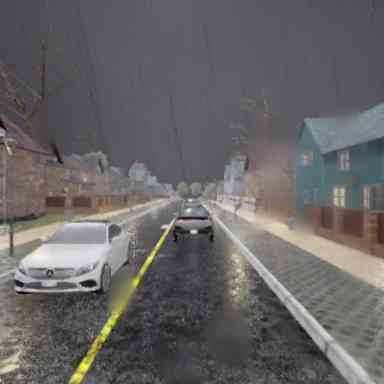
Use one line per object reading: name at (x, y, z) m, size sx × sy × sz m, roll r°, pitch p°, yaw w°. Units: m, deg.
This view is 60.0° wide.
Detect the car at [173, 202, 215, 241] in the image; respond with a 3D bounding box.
car at (0.075, 1.440, 16.280) m, size 2.128 × 1.511 × 4.902 m, roll 0°, pitch 0°, yaw 0°

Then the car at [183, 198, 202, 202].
car at (0.057, 1.414, 36.204) m, size 2.128 × 1.511 × 4.902 m, roll 0°, pitch 0°, yaw 0°

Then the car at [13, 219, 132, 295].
car at (-2.759, 1.495, 8.749) m, size 1.812 × 1.442 × 4.674 m, roll 0°, pitch 0°, yaw 0°
